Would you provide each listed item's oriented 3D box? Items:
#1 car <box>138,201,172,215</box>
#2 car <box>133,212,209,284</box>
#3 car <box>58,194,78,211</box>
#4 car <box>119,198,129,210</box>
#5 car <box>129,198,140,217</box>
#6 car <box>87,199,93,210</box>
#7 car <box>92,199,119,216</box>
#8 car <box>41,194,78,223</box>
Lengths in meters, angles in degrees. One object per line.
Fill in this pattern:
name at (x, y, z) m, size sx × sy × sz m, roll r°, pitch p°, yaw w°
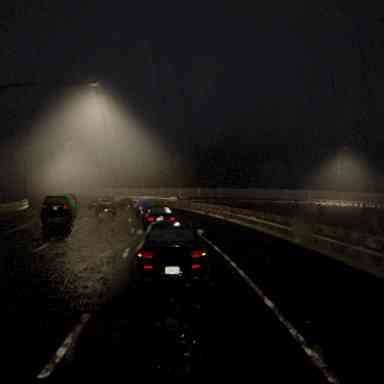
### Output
car at (-2.171, 1.550, 21.008) m, size 2.033 × 1.411 × 5.357 m, roll 0°, pitch 0°, yaw -11°
car at (-0.608, 1.526, 9.485) m, size 1.812 × 1.442 × 4.674 m, roll 0°, pitch 0°, yaw -5°
car at (-15.892, 1.238, 42.438) m, size 2.150 × 2.045 × 5.566 m, roll 0°, pitch 0°, yaw -22°
car at (-8.687, 1.516, 43.255) m, size 1.837 × 1.490 × 4.892 m, roll 0°, pitch 1°, yaw -22°
car at (-4.554, 1.531, 31.397) m, size 1.812 × 1.442 × 4.674 m, roll 0°, pitch 0°, yaw -16°
car at (-12.392, 1.578, 43.051) m, size 1.994 × 1.385 × 4.181 m, roll 0°, pitch 0°, yaw -22°
car at (-8.684, 1.508, 33.120) m, size 1.837 × 1.490 × 4.892 m, roll 0°, pitch -2°, yaw -17°
car at (-10.328, 1.234, 26.116) m, size 2.150 × 2.045 × 5.566 m, roll 0°, pitch 0°, yaw -14°
